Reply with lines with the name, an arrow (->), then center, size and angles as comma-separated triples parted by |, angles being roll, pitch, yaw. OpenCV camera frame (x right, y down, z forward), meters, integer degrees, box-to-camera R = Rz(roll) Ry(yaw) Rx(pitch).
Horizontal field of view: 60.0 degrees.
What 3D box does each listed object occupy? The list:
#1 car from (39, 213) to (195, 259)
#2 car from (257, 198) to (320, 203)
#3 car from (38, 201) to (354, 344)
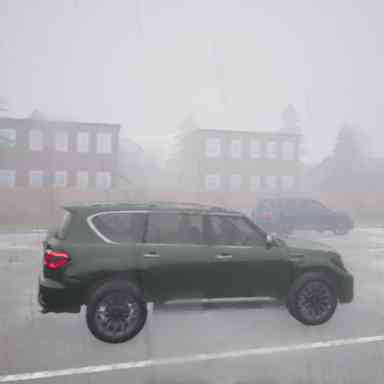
car -> -2.750, 1.575, 12.758 | 5.357, 1.411, 2.033 | 1, 0, -13
car -> 6.064, 1.354, 18.444 | 5.566, 2.045, 2.150 | 1, 0, -13
car -> 0.167, 1.239, 6.267 | 5.566, 2.045, 2.150 | 2, -1, -13
